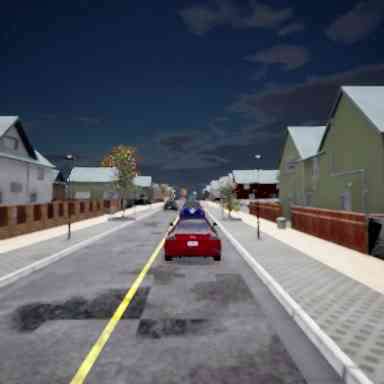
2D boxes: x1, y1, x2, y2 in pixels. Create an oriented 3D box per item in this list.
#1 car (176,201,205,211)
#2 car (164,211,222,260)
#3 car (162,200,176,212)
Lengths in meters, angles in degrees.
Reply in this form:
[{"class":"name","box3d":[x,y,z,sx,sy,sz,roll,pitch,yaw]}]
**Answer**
[{"class":"car","box3d":[0.030,1.547,27.487,2.097,1.767,4.553,0,-1,0]},{"class":"car","box3d":[0.041,1.648,12.780,1.994,1.385,4.181,0,0,0]},{"class":"car","box3d":[-2.820,1.850,44.341,1.837,1.490,4.892,0,-1,1]}]
